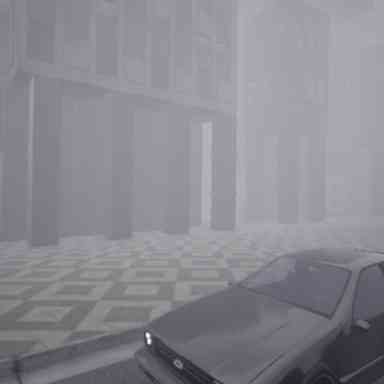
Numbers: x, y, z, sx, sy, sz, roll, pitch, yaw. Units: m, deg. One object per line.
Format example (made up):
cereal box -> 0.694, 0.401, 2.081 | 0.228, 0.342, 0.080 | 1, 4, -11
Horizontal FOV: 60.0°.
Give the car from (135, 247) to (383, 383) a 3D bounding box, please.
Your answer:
car -> 1.972, 1.560, 4.670 | 5.357, 1.411, 2.033 | 0, 0, -36
